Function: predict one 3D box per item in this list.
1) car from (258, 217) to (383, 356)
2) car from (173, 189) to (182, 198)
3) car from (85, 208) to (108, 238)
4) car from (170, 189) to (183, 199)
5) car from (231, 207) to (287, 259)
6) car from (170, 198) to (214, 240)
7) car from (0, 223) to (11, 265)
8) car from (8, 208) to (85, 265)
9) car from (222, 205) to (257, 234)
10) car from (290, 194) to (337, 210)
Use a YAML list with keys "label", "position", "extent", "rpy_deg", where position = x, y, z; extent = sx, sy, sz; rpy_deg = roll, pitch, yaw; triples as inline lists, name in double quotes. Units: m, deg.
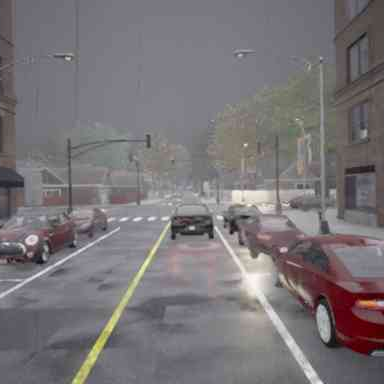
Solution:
- label: "car"
  position: [2.652, 1.414, 5.931]
  extent: [1.887, 1.381, 4.507]
  rpy_deg: [-1, 1, 0]
- label: "car"
  position: [-3.576, 0.283, 84.625]
  extent: [2.150, 2.045, 5.566]
  rpy_deg: [-1, 1, 0]
- label: "car"
  position: [-5.439, 1.477, 16.918]
  extent: [1.802, 1.307, 4.206]
  rpy_deg: [-1, 1, 0]
- label: "car"
  position: [-3.437, 0.592, 69.095]
  extent: [2.097, 1.767, 4.553]
  rpy_deg: [-1, 1, 0]
- label: "car"
  position: [2.619, 1.382, 11.449]
  extent: [1.802, 1.307, 4.206]
  rpy_deg: [-1, 1, 0]
- label: "car"
  position: [0.010, 1.274, 16.002]
  extent: [1.882, 1.535, 5.008]
  rpy_deg: [-1, 1, 0]
- label: "car"
  position: [-5.371, 1.560, 5.711]
  extent: [1.752, 1.417, 4.829]
  rpy_deg: [-1, 1, 0]
- label: "car"
  position: [-5.408, 1.404, 11.398]
  extent: [1.967, 1.590, 4.097]
  rpy_deg: [-1, 1, 0]
- label: "car"
  position: [2.584, 1.297, 16.967]
  extent: [1.947, 1.339, 4.313]
  rpy_deg: [-1, 1, 0]
- label: "car"
  position: [11.018, 0.886, 29.998]
  extent: [4.181, 1.385, 1.994]
  rpy_deg: [-2, 1, -2]
